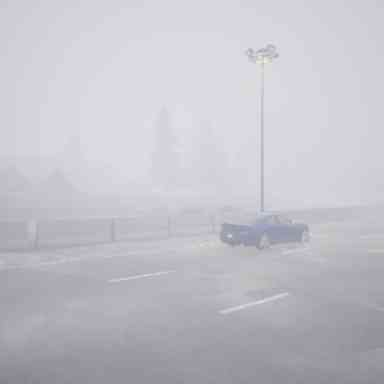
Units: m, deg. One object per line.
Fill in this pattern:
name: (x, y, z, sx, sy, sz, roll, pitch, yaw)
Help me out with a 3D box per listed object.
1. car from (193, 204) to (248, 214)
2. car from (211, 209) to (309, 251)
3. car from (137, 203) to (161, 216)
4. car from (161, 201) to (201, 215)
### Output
car: (2.549, 1.932, 28.653, 4.181, 1.385, 1.994, 1, -1, -42)
car: (3.444, 1.679, 15.251, 5.008, 1.535, 1.882, 1, 0, -40)
car: (-3.766, 1.938, 37.070, 5.008, 1.535, 1.882, 1, -1, -42)
car: (-0.542, 1.796, 35.281, 4.553, 1.767, 2.097, 1, -1, -43)
